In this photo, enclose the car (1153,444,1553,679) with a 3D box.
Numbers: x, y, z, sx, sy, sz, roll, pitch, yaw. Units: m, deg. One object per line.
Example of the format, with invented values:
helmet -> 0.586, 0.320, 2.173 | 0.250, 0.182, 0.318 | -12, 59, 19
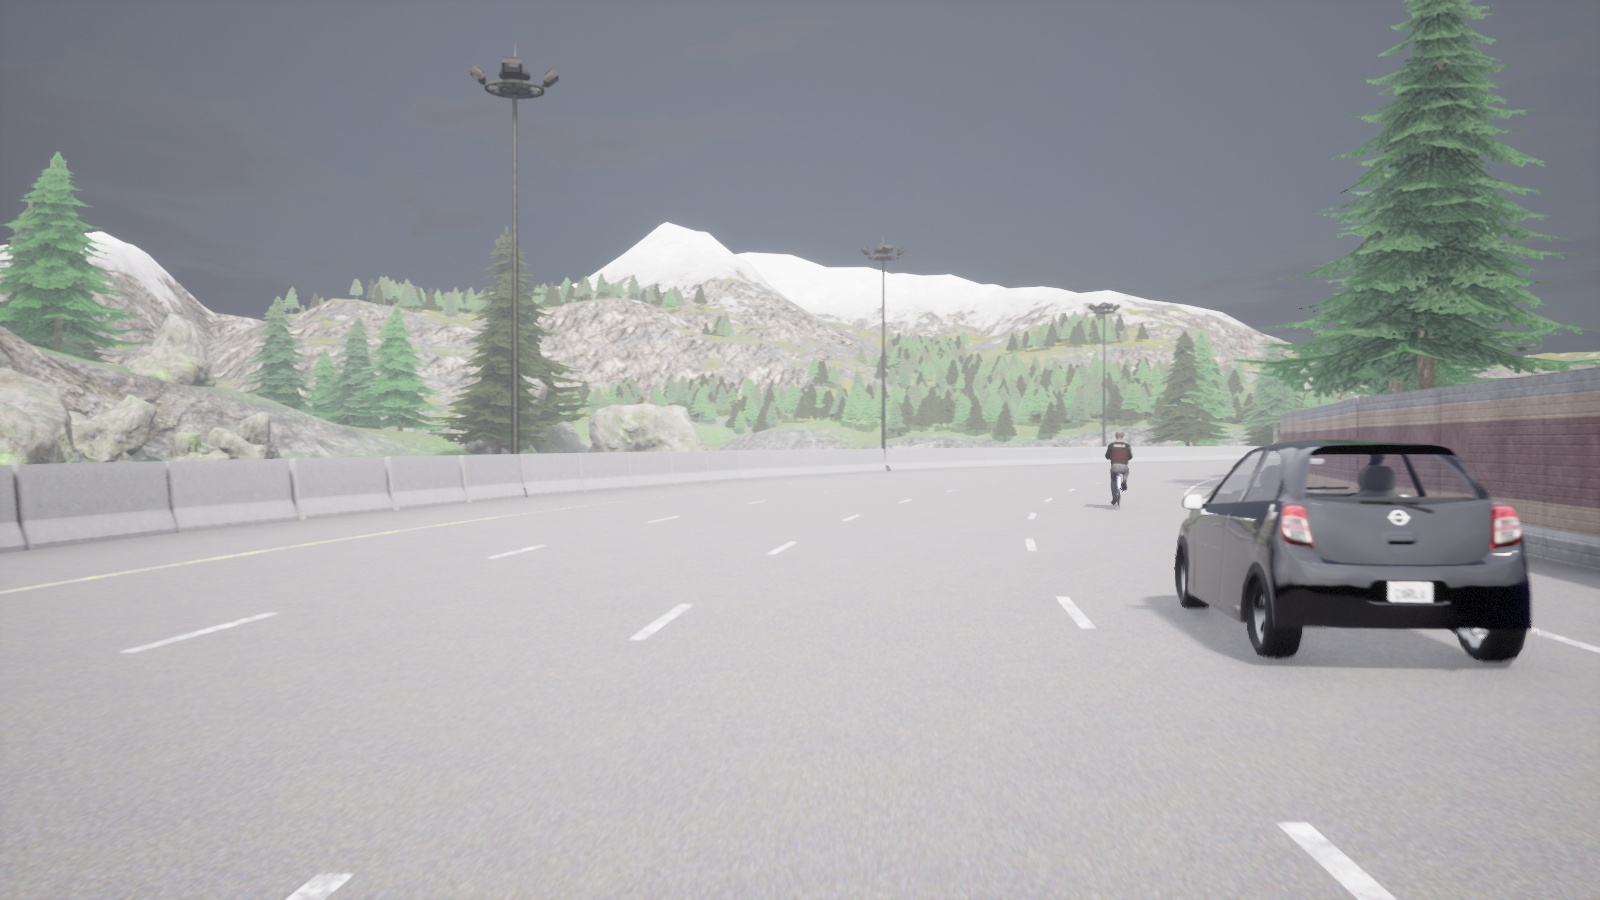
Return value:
car -> 4.062, 0.708, 9.913 | 1.845, 1.501, 3.633 | 0, 0, 6
